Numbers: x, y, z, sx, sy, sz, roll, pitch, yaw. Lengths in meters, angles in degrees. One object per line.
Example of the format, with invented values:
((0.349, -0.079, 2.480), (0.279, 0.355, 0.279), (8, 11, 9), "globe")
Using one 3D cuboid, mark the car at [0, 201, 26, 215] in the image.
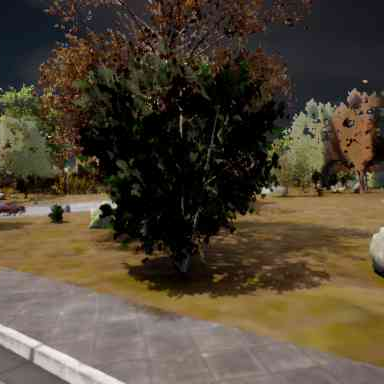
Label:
((-18.087, 1.496, 31.147), (1.812, 1.442, 4.674), (0, 1, 39), "car")
